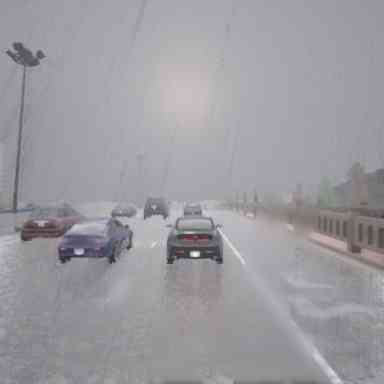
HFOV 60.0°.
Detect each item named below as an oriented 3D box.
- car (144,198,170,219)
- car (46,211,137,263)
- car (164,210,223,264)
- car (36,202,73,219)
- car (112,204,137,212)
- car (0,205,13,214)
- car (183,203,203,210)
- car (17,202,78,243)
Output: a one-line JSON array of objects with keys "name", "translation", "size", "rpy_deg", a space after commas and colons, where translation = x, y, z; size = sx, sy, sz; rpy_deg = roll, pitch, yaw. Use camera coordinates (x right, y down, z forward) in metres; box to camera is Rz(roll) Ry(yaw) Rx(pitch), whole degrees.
[{"name": "car", "translation": [-3.411, 1.561, 32.745], "size": [2.150, 2.045, 5.566], "rpy_deg": [0, -1, 0]}, {"name": "car", "translation": [-3.405, 1.653, 12.350], "size": [1.812, 1.442, 4.674], "rpy_deg": [0, -1, 0]}, {"name": "car", "translation": [0.094, 1.633, 12.379], "size": [1.837, 1.490, 4.892], "rpy_deg": [0, -1, 0]}, {"name": "car", "translation": [-14.104, 1.864, 34.539], "size": [1.837, 1.490, 4.892], "rpy_deg": [0, -1, 0]}, {"name": "car", "translation": [-6.911, 1.917, 34.148], "size": [1.994, 1.385, 4.181], "rpy_deg": [0, -1, 0]}, {"name": "car", "translation": [-17.604, 1.834, 34.457], "size": [1.882, 1.535, 5.008], "rpy_deg": [0, -1, 0]}, {"name": "car", "translation": [0.089, 1.847, 34.330], "size": [2.128, 1.511, 4.902], "rpy_deg": [0, -1, 0]}, {"name": "car", "translation": [-6.906, 1.531, 17.355], "size": [2.097, 1.767, 4.553], "rpy_deg": [0, -1, 0]}]
